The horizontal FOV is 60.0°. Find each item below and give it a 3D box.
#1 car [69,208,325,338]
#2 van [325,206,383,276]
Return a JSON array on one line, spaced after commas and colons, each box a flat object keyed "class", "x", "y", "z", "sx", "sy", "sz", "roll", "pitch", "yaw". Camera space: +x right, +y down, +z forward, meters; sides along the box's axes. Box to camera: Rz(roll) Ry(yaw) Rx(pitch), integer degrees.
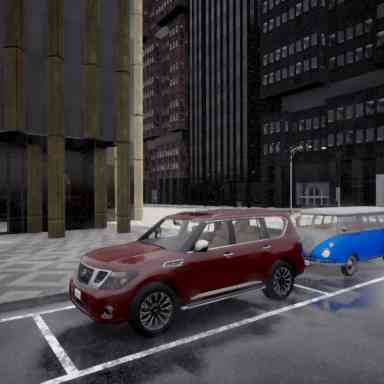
[{"class": "car", "x": 0.208, "y": 1.315, "z": 6.809, "sx": 5.009, "sy": 1.841, "sz": 2.192, "roll": 0, "pitch": 0, "yaw": -36}, {"class": "van", "x": 4.704, "y": 1.341, "z": 10.020, "sx": 3.998, "sy": 1.788, "sz": 1.690, "roll": 0, "pitch": 0, "yaw": -36}]
